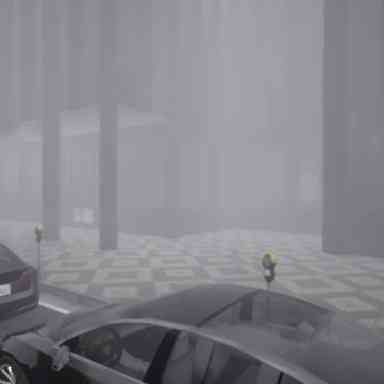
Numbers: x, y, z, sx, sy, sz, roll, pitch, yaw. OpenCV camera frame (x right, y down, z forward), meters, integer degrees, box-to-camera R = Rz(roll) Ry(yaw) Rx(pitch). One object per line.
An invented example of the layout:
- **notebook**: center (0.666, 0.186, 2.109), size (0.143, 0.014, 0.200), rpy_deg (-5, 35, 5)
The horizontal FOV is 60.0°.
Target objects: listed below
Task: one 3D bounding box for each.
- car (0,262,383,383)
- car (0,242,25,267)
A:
- **car**: center (-0.023, 1.557, 2.980), size (4.313, 1.339, 1.947), rpy_deg (0, 0, 35)
- **car**: center (-4.597, 1.525, 6.242), size (4.313, 1.339, 1.947), rpy_deg (0, 0, 35)
